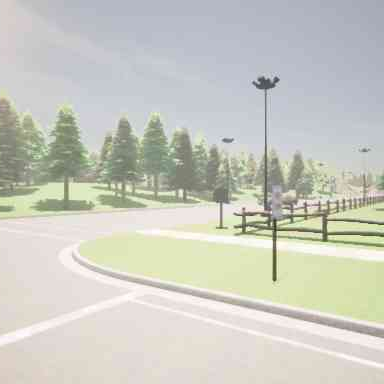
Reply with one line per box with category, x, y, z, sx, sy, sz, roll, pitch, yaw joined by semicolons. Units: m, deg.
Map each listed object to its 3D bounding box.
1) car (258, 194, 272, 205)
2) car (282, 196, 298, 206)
car;13.441;1.325;58.038;2.150;2.045;5.566;0;0;35
car;16.322;1.510;56.050;1.882;1.535;5.008;0;0;35
